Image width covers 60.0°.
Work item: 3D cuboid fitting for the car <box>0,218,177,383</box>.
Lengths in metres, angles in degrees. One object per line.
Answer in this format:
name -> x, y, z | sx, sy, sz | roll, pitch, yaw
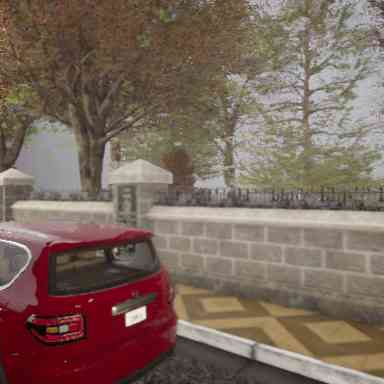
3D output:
car -> -2.491, 1.301, 4.691 | 5.009, 1.841, 2.192 | 0, 0, 36
